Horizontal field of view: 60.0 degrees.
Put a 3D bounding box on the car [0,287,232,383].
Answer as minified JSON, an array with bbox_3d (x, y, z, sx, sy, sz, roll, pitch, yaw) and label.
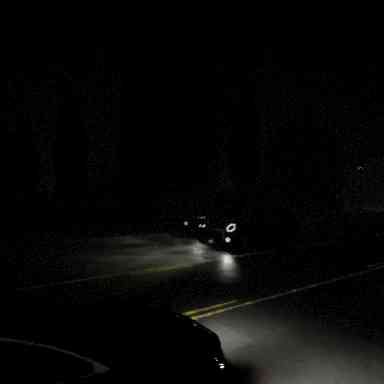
[{"bbox_3d":[-1.876,1.504,2.408,4.892,1.490,1.837,0,0,-36],"label":"car"}]

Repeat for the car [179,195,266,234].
[{"bbox_3d":[1.960,1.217,18.179,5.566,2.045,2.150,0,0,-35],"label":"car"}]

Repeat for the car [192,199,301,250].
[{"bbox_3d":[2.570,1.346,14.339,4.553,1.767,2.097,0,0,-35],"label":"car"}]
